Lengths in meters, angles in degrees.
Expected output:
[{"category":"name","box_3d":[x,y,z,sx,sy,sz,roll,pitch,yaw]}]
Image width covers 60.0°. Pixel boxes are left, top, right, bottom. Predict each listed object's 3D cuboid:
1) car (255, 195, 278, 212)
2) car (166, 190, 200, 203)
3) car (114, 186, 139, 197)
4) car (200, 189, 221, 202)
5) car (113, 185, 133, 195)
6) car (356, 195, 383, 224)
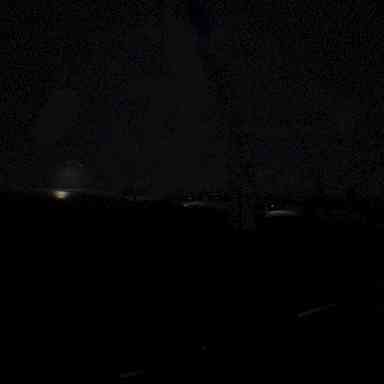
[{"category":"car","box_3d":[5.801,0.950,30.314,1.994,1.385,4.181,-3,4,-35]},{"category":"car","box_3d":[-1.365,0.538,40.459,1.994,1.385,4.181,-3,4,-36]},{"category":"car","box_3d":[-10.039,-0.012,52.854,2.128,1.511,4.902,-3,3,-35]},{"category":"car","box_3d":[1.591,0.373,41.369,1.837,1.490,4.892,-3,4,-35]},{"category":"car","box_3d":[-12.783,-0.395,61.708,1.837,1.490,4.892,-3,4,-35]},{"category":"car","box_3d":[12.408,1.162,20.082,2.097,1.767,4.553,-3,4,-26]}]
